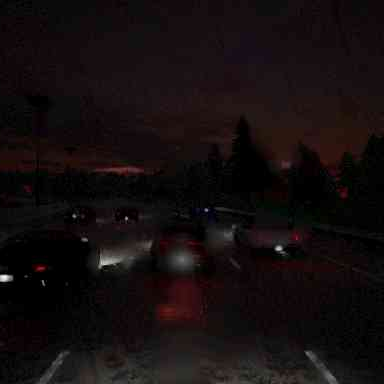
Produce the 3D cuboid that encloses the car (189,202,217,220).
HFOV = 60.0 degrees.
[{"bbox_3d":[0.969,1.697,31.752,2.097,1.767,4.553,0,-1,-9],"label":"car"}]

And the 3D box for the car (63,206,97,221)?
[{"bbox_3d":[-8.837,1.842,26.529,2.033,1.411,5.357,0,-1,-8],"label":"car"}]

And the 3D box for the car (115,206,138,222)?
[{"bbox_3d":[-5.817,1.932,30.017,1.895,1.301,4.718,0,-1,-8],"label":"car"}]

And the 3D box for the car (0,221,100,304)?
[{"bbox_3d":[-3.714,1.660,8.448,1.994,1.385,4.181,0,-1,-3],"label":"car"}]

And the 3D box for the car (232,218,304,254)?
[{"bbox_3d":[2.982,1.755,14.211,1.895,1.301,4.718,0,-1,-4],"label":"car"}]

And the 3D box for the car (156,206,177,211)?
[{"bbox_3d":[-2.304,1.932,30.219,1.895,1.301,4.718,0,-1,-8],"label":"car"}]

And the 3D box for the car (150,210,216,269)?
[{"bbox_3d":[-0.386,1.635,11.668,1.837,1.490,4.892,0,0,-3],"label":"car"}]
